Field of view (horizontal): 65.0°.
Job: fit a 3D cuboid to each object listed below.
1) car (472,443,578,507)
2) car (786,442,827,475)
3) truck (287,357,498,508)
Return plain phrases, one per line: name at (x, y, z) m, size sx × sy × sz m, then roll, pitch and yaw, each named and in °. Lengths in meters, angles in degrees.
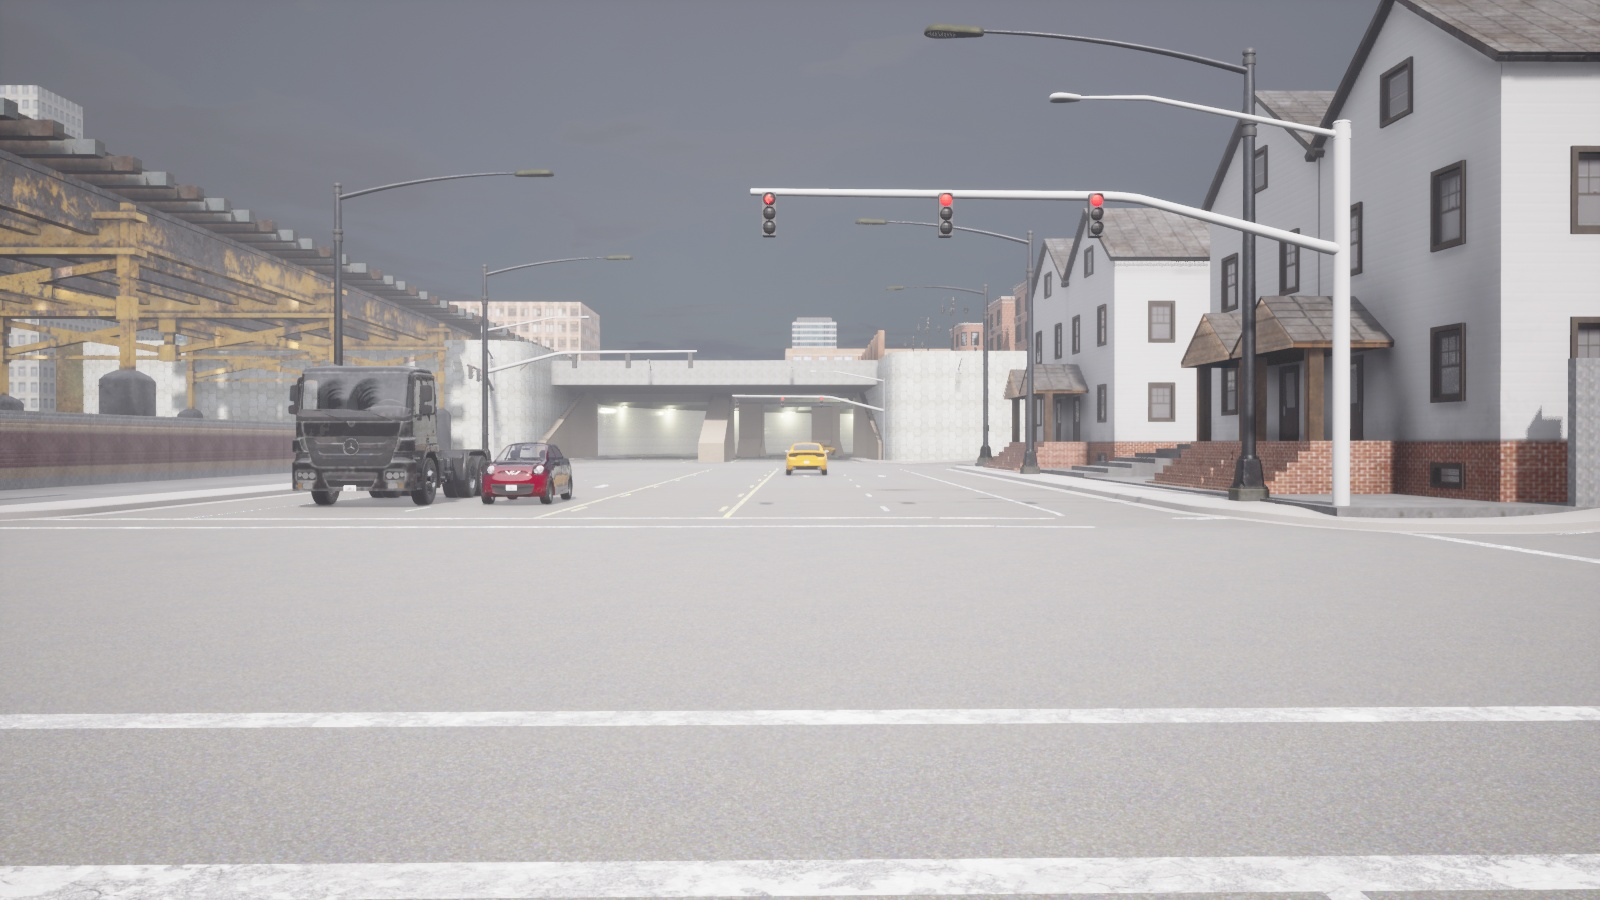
car at (-6.827, 0.577, 31.538) m, size 1.845 × 1.501 × 3.633 m, roll 0°, pitch 0°, yaw 0°
car at (0.317, 0.385, 60.119) m, size 1.882 × 1.535 × 5.008 m, roll 0°, pitch 0°, yaw 0°
truck at (-10.319, -0.429, 32.822) m, size 2.891 × 3.462 × 7.936 m, roll 0°, pitch 0°, yaw 0°
